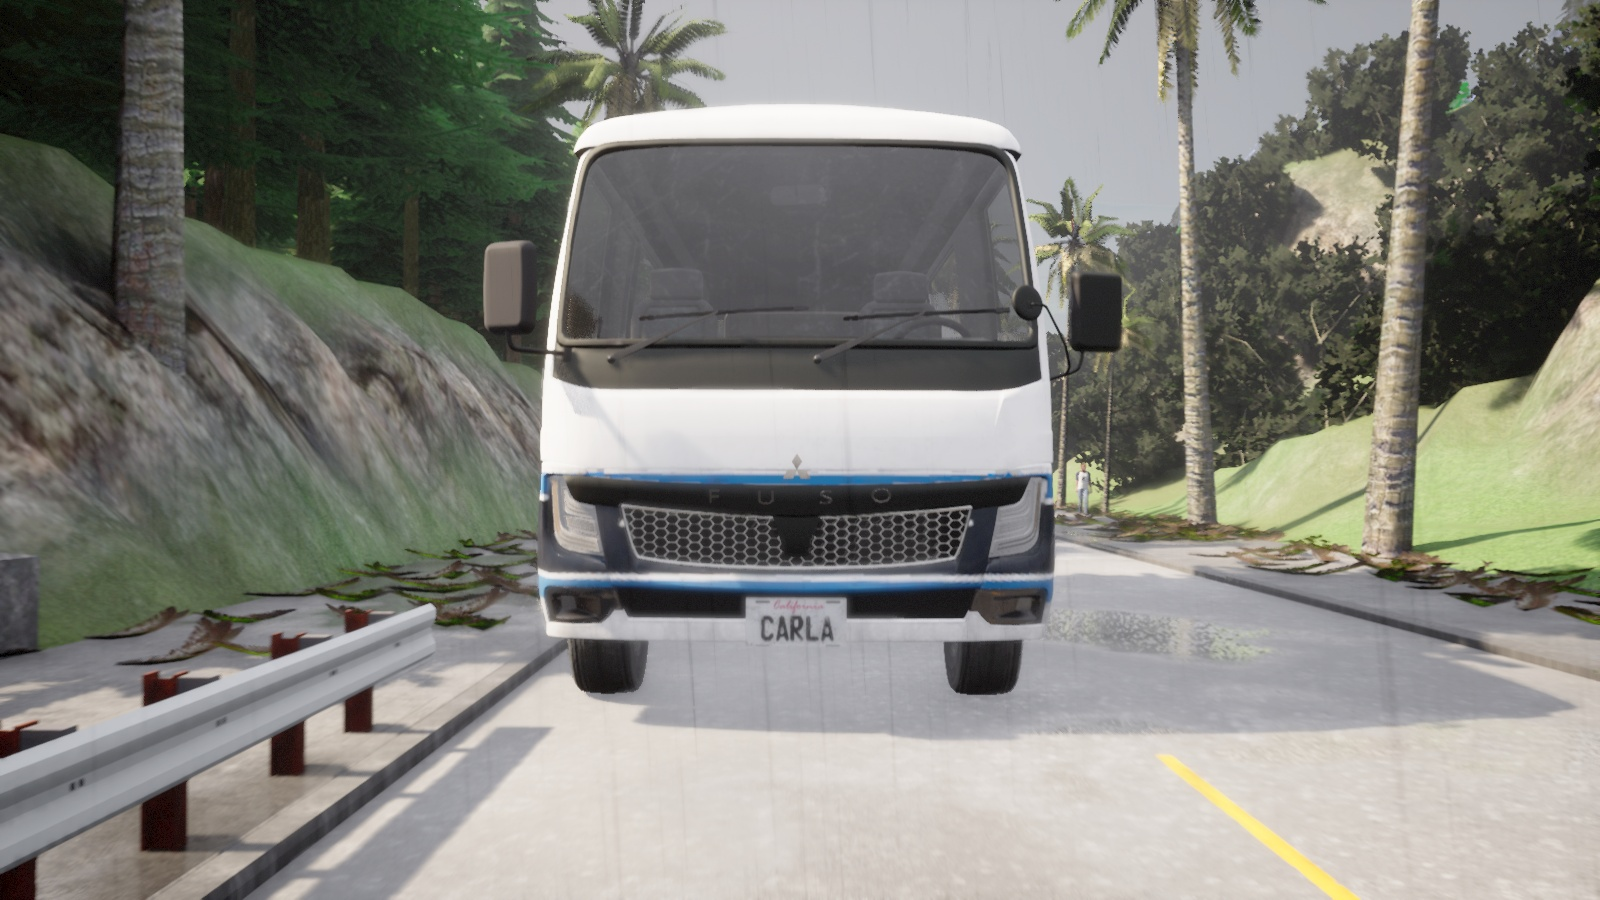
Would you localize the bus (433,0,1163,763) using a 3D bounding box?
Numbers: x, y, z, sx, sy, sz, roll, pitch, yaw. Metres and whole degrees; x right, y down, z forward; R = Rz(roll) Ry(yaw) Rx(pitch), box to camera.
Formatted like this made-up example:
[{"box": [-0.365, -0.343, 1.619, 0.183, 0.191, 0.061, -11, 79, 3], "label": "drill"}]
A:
[{"box": [-0.031, -0.362, 11.954, 3.944, 4.253, 10.273, 0, -1, 0], "label": "bus"}]

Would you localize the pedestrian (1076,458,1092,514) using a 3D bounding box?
[{"box": [9.316, 1.176, 41.192, 0.354, 1.836, 0.706, 0, -1, 0], "label": "pedestrian"}]
